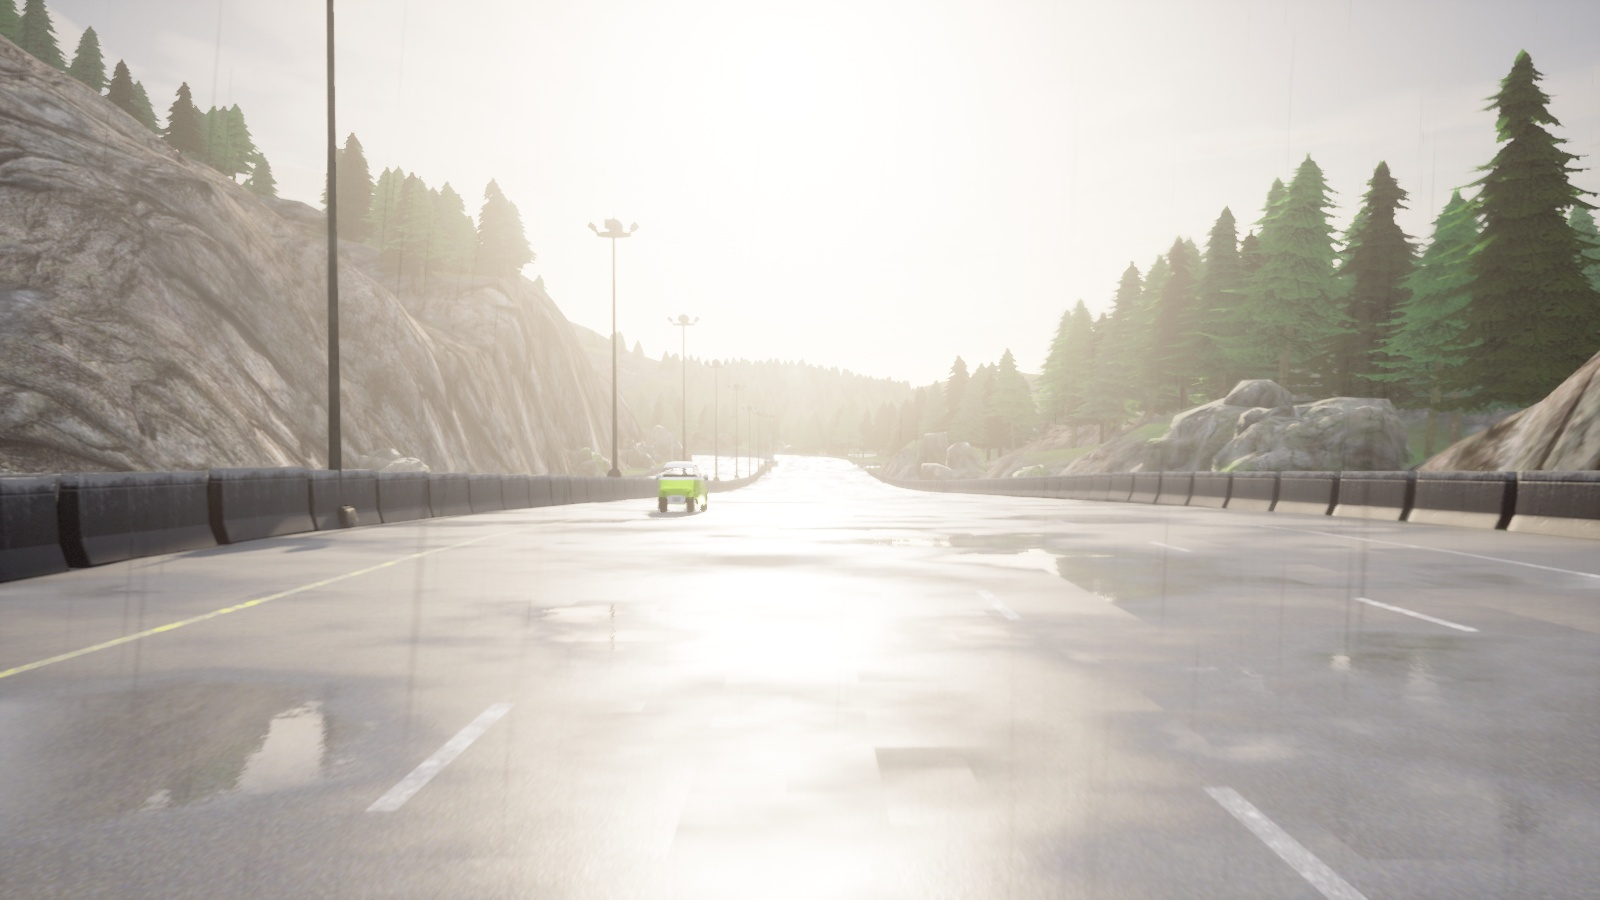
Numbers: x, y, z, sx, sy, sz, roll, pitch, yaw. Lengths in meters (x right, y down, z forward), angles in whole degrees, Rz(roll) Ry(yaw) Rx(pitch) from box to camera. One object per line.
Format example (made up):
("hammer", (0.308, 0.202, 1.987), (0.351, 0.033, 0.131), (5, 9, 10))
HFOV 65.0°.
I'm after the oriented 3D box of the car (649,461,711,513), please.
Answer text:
("car", (-3.287, 1.001, 34.603), (1.481, 1.376, 2.207), (0, -1, 0))
